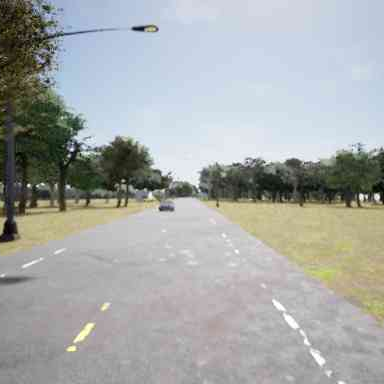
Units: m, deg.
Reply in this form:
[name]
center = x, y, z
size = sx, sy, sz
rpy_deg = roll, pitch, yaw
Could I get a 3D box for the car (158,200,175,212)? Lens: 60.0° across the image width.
[car]
center = -3.546, 1.864, 47.239
size = 2.097, 1.767, 4.553
rpy_deg = 0, -1, 0
